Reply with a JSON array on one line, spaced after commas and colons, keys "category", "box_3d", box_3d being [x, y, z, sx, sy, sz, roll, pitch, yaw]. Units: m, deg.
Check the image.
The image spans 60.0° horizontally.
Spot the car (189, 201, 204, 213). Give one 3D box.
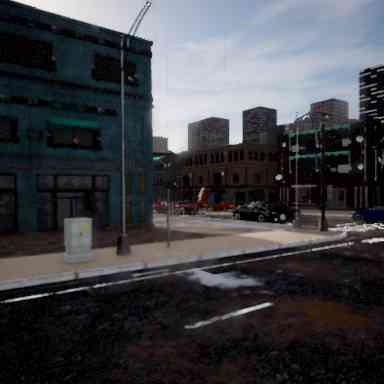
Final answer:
[{"category": "car", "box_3d": [-1.103, 1.867, 41.601, 1.882, 1.535, 5.008, -1, 0, -35]}]

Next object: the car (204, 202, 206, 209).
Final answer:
[{"category": "car", "box_3d": [0.989, 1.964, 48.629, 1.802, 1.307, 4.206, -2, 0, -35]}]

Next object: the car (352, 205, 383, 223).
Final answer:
[{"category": "car", "box_3d": [14.306, 1.645, 24.995, 1.994, 1.385, 4.181, -1, -1, -29]}]

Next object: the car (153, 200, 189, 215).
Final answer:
[{"category": "car", "box_3d": [-2.631, 1.845, 39.258, 1.967, 1.590, 4.097, -1, 0, -35]}]

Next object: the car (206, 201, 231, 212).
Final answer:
[{"category": "car", "box_3d": [4.198, 1.902, 44.120, 1.802, 1.307, 4.206, -2, 0, -35]}]

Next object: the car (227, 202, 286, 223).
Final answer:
[{"category": "car", "box_3d": [5.319, 1.813, 27.883, 1.947, 1.339, 4.313, -2, 0, -35]}]

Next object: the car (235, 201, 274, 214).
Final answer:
[{"category": "car", "box_3d": [7.407, 1.808, 39.610, 2.008, 1.369, 4.403, -2, 0, -35]}]

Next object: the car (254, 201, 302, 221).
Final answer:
[{"category": "car", "box_3d": [7.418, 1.699, 29.627, 1.882, 1.535, 5.008, -1, 0, -35]}]
